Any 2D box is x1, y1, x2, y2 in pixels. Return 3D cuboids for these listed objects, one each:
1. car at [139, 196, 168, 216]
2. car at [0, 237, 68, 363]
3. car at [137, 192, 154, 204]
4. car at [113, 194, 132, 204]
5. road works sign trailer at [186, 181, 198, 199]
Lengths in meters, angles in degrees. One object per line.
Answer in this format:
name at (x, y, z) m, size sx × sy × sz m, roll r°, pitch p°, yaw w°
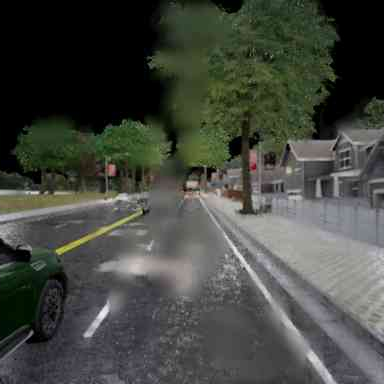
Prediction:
car at (-3.138, 1.332, 29.119) m, size 1.895 × 1.301 × 4.718 m, roll 0°, pitch 1°, yaw 0°
car at (-3.147, 1.211, 3.237) m, size 2.150 × 2.045 × 5.566 m, roll 0°, pitch 0°, yaw 0°
car at (-6.563, 0.783, 47.462) m, size 2.097 × 1.767 × 4.553 m, roll 0°, pitch 1°, yaw 0°
car at (-9.814, 0.959, 47.390) m, size 1.812 × 1.442 × 4.674 m, roll 0°, pitch 1°, yaw 0°
road works sign trailer at (0.017, -0.404, 64.502) m, size 2.380 × 3.560 × 2.880 m, roll 0°, pitch 1°, yaw 1°
